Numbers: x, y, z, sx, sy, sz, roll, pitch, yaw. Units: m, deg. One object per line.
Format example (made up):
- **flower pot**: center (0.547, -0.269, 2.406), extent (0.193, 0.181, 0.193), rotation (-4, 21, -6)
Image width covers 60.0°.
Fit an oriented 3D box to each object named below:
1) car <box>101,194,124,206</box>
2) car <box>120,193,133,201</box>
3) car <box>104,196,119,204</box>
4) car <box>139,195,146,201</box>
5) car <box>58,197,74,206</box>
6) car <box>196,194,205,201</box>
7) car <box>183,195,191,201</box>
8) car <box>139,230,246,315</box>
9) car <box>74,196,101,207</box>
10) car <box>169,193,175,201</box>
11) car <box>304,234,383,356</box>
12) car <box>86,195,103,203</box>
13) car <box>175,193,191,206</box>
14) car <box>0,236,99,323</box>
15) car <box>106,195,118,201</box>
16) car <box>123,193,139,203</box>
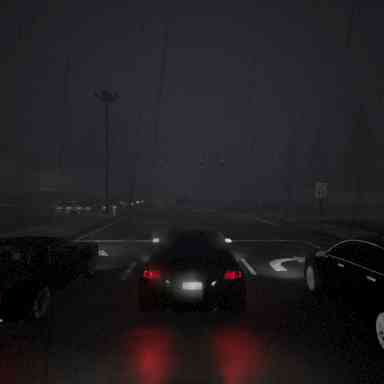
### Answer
- **car**: center (-12.881, 1.504, 53.799), extent (1.837, 1.490, 4.892), rotation (0, 0, 0)
- **car**: center (-16.305, 1.223, 82.666), extent (2.150, 2.045, 5.566), rotation (0, 0, 0)
- **car**: center (-16.302, 1.499, 67.162), extent (1.837, 1.490, 4.892), rotation (0, 0, 0)
- **car**: center (-12.805, 1.525, 83.785), extent (2.128, 1.511, 4.902), rotation (0, 0, 0)
- **car**: center (-19.879, 1.506, 53.419), extent (1.837, 1.490, 4.892), rotation (0, 0, 0)
- **car**: center (2.194, 1.350, 86.719), extent (2.097, 1.767, 4.553), rotation (0, 0, 0)
- **car**: center (-1.306, 1.521, 86.765), extent (2.128, 1.511, 4.902), rotation (0, 0, 0)
- **car**: center (0.006, 1.564, 7.659), extent (1.994, 1.385, 4.181), rotation (0, 0, 0)
- **car**: center (-16.389, 1.601, 52.257), extent (1.895, 1.301, 4.718), rotation (0, 0, 0)
- **car**: center (-4.805, 1.220, 86.402), extent (2.150, 2.045, 5.566), rotation (0, 0, 0)
- **car**: center (3.503, 1.505, 5.836), extent (1.837, 1.490, 4.892), rotation (0, 0, 0)
- **car**: center (-19.802, 1.478, 67.773), extent (1.882, 1.535, 5.008), rotation (0, 0, 0)
- **car**: center (-1.299, 1.352, 55.393), extent (2.097, 1.767, 4.553), rotation (0, 0, 0)
- **car**: center (-3.495, 1.601, 7.158), extent (1.895, 1.301, 4.718), rotation (0, 0, 0)
- **car**: center (-19.805, 1.477, 82.504), extent (1.882, 1.535, 5.008), rotation (0, 0, 0)
- **car**: center (-12.802, 1.500, 68.727), extent (1.837, 1.490, 4.892), rotation (0, 0, 0)
